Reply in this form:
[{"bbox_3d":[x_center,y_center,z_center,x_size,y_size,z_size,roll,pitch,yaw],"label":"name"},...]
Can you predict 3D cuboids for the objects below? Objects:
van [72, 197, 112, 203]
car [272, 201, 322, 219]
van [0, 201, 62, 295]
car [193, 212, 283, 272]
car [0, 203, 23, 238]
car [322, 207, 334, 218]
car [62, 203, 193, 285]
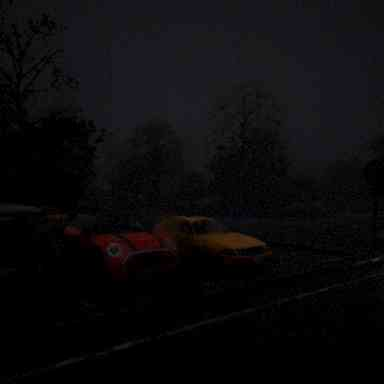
[{"bbox_3d":[-6.460,1.282,21.637,1.878,1.987,4.442,1,0,-36],"label":"van"},{"bbox_3d":[10.340,1.914,33.882,2.002,1.452,4.674,2,-1,-36],"label":"car"},{"bbox_3d":[-4.764,1.245,8.014,1.878,1.987,4.442,0,0,-36],"label":"van"},{"bbox_3d":[0.238,1.499,11.257,1.946,1.575,5.366,1,0,-36],"label":"car"},{"bbox_3d":[-11.060,1.471,18.686,1.946,1.575,5.366,0,0,-36],"label":"car"},{"bbox_3d":[12.886,1.824,35.777,2.185,1.767,4.553,2,-1,-36],"label":"car"},{"bbox_3d":[-2.253,1.355,9.724,2.185,1.767,4.553,1,0,-36],"label":"car"}]
